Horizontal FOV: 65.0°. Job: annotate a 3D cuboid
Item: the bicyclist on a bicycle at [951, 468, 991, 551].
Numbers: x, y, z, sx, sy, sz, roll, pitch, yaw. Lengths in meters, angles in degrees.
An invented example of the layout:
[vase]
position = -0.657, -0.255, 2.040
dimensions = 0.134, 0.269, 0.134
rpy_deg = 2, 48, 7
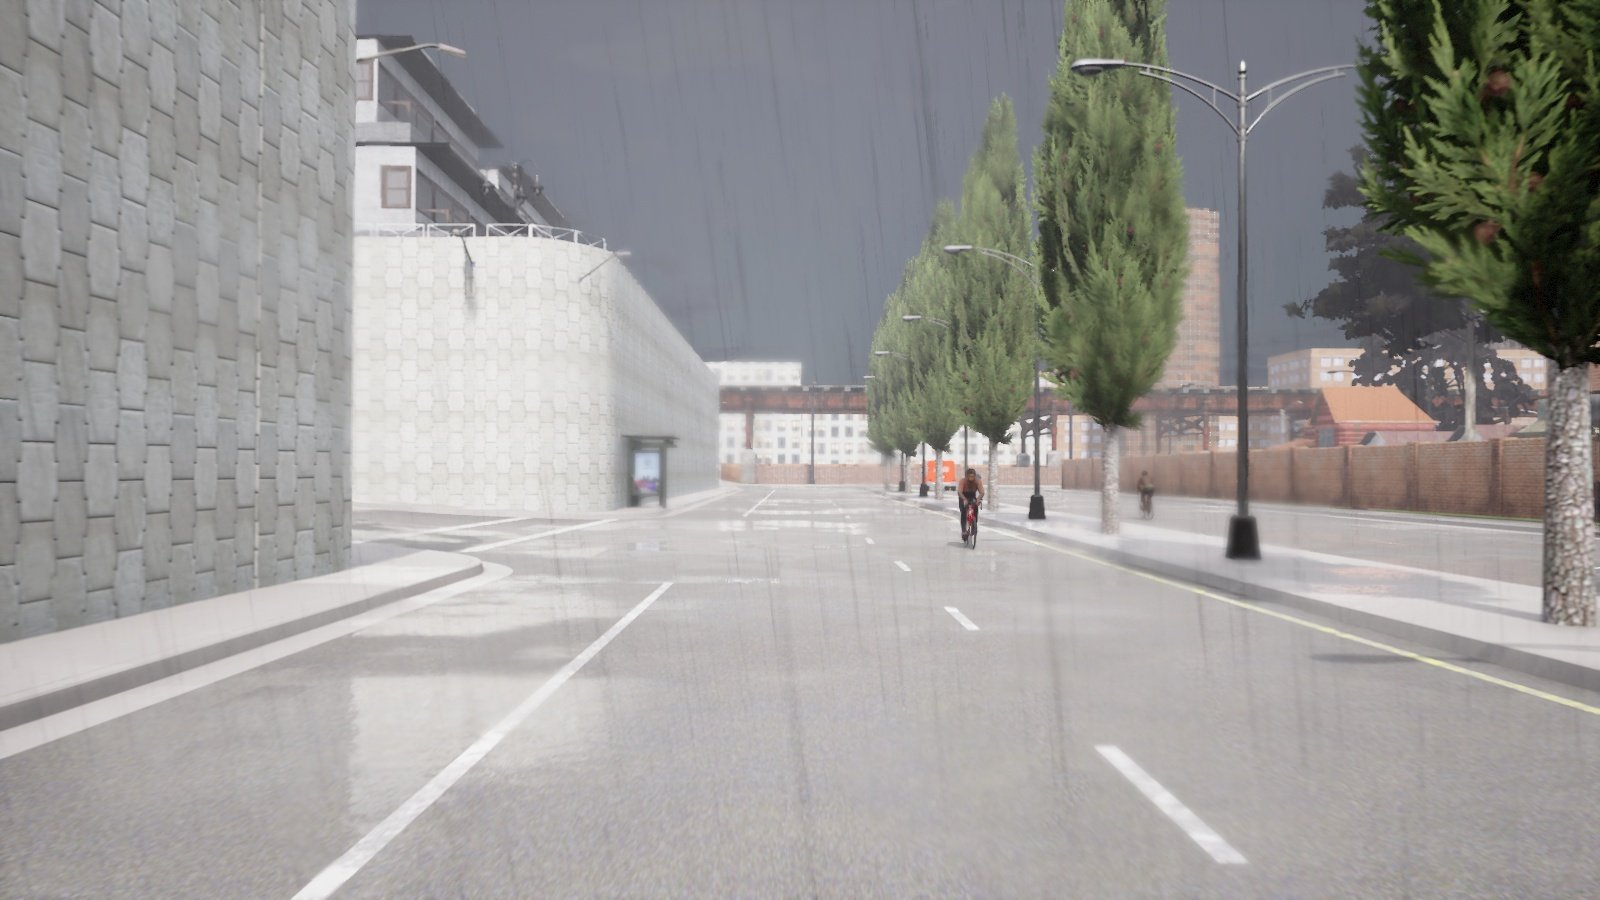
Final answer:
[bicyclist on a bicycle]
position = 3.438, 1.173, 25.343
dimensions = 0.582, 1.620, 1.656
rpy_deg = 0, -1, 0
